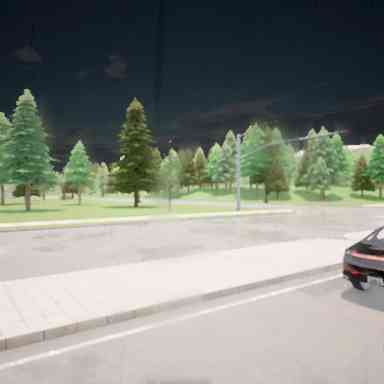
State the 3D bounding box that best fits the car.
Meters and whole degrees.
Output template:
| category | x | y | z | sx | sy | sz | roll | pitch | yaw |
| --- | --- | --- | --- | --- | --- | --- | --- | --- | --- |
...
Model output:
| category | x | y | z | sx | sy | sz | roll | pitch | yaw |
| --- | --- | --- | --- | --- | --- | --- | --- | --- | --- |
| car | 5.460 | 1.464 | 7.699 | 4.902 | 1.511 | 2.128 | 0 | 0 | -35 |
